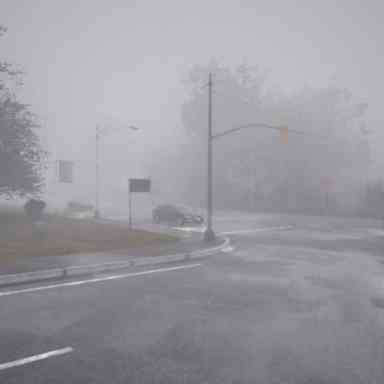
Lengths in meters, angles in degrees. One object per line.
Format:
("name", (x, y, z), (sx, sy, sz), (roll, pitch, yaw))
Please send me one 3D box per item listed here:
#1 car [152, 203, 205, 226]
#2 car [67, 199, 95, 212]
("car", (-1.061, 1.581, 24.337), (1.837, 1.490, 4.892), (0, 0, -39))
("car", (-13.211, 1.548, 39.501), (1.882, 1.535, 5.008), (0, 0, -39))
